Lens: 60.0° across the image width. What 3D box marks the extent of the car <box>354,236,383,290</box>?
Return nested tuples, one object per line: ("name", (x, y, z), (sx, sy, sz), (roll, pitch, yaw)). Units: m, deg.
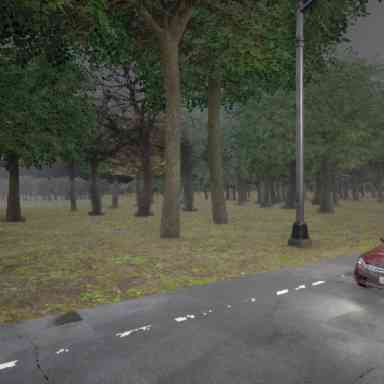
("car", (5.798, 1.519, 7.980), (4.674, 1.442, 1.812), (0, 0, -35))
